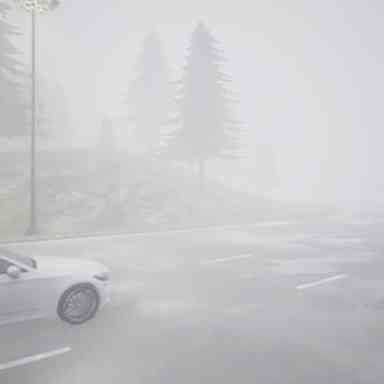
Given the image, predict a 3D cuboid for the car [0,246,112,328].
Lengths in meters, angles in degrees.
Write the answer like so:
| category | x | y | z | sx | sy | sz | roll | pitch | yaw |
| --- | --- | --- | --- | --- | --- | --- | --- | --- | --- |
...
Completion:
| category | x | y | z | sx | sy | sz | roll | pitch | yaw |
| --- | --- | --- | --- | --- | --- | --- | --- | --- | --- |
| car | -3.664 | 1.526 | 5.433 | 4.674 | 1.442 | 1.812 | 0 | 0 | -35 |
